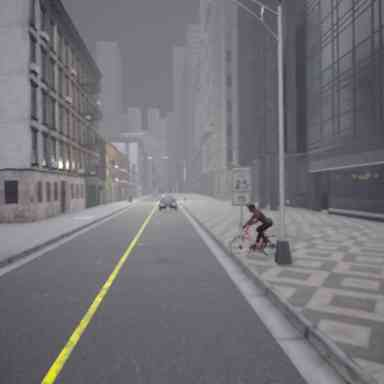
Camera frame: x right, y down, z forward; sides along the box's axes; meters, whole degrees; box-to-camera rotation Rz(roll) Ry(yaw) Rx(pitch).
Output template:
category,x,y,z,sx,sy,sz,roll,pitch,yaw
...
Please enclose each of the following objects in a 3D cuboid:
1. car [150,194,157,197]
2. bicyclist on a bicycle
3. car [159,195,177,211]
category,x,y,z,sx,sy,sz,roll,pitch,yaw
car,-8.851,0.676,77.900,1.895,1.301,4.718,-1,0,-4
bicyclist on a bicycle,1.932,1.175,9.969,1.656,1.620,0.582,-1,1,-4
car,-2.585,1.303,35.993,1.895,1.301,4.718,-1,1,-4
